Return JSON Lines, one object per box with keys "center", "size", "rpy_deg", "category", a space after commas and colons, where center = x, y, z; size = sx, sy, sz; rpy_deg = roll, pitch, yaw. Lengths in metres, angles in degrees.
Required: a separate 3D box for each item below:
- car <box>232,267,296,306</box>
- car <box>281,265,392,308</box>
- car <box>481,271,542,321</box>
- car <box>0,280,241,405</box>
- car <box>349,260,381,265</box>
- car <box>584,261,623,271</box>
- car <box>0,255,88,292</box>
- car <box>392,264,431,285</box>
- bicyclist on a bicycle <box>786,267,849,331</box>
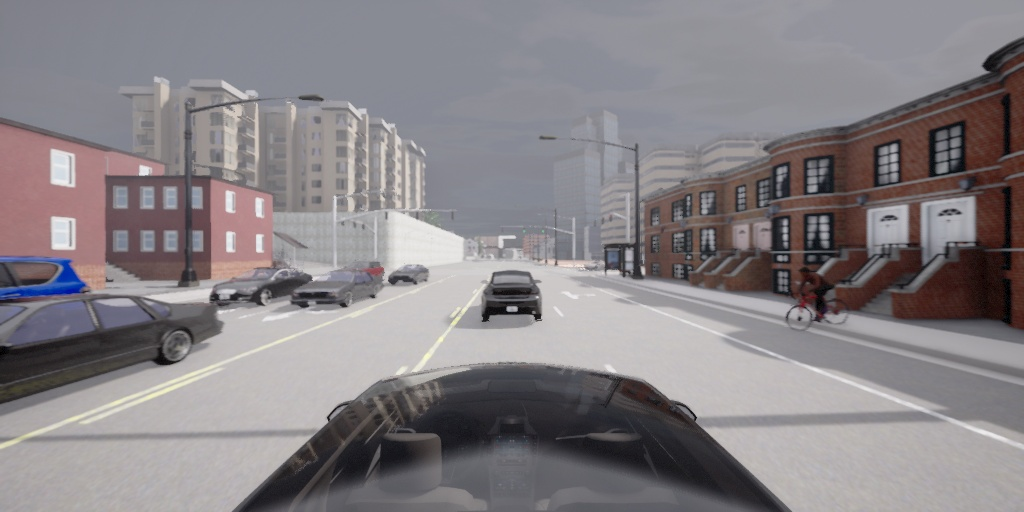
{"center": [-10.740, 1.262, 15.830], "size": [2.128, 1.511, 4.902], "rpy_deg": [0, 0, -1], "category": "car"}
{"center": [-7.242, 1.304, 15.570], "size": [2.033, 1.411, 5.357], "rpy_deg": [0, 0, -1], "category": "car"}
{"center": [-0.019, 1.236, 12.434], "size": [1.837, 1.490, 4.892], "rpy_deg": [0, 0, -1], "category": "car"}
{"center": [-7.133, 1.321, 5.373], "size": [2.033, 1.411, 5.357], "rpy_deg": [0, 0, -1], "category": "car"}
{"center": [-10.826, 1.105, 25.886], "size": [2.097, 1.767, 4.553], "rpy_deg": [0, 0, 0], "category": "car"}
{"center": [11.492, 1.230, 44.604], "size": [4.718, 1.301, 1.895], "rpy_deg": [0, 0, -3], "category": "car"}
{"center": [-10.633, 1.008, 5.837], "size": [2.150, 2.045, 5.566], "rpy_deg": [0, 0, -1], "category": "car"}
{"center": [-7.327, 1.286, 26.194], "size": [2.033, 1.411, 5.357], "rpy_deg": [0, 0, 0], "category": "car"}
{"center": [7.790, 1.069, 9.232], "size": [1.656, 1.620, 0.582], "rpy_deg": [-10, 0, -1], "category": "bicyclist on a bicycle"}
